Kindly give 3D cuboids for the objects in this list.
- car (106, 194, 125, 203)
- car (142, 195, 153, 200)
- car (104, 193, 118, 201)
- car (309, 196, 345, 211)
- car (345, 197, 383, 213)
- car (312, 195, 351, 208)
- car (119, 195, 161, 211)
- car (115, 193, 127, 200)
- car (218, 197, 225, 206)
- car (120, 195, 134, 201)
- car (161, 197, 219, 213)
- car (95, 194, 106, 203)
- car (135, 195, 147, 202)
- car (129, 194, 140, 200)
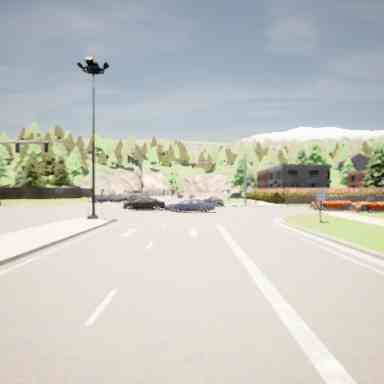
[{"bbox_3d":[-15.000,1.417,66.813,2.033,1.411,5.357,0,0,0],"label":"car"},{"bbox_3d":[-11.500,1.378,85.834,2.033,1.411,5.357,0,0,0],"label":"car"},{"bbox_3d":[-18.500,1.211,76.427,2.097,1.767,4.553,0,0,0],"label":"car"},{"bbox_3d":[16.069,1.278,38.765,4.553,1.767,2.097,0,0,-1],"label":"car"},{"bbox_3d":[19.259,1.286,35.298,4.553,1.767,2.097,0,0,-1],"label":"car"},{"bbox_3d":[19.136,1.266,45.796,4.553,1.767,2.097,0,0,-1],"label":"car"},{"bbox_3d":[-5.466,1.405,38.543,5.008,1.535,1.882,0,0,-1],"label":"car"},{"bbox_3d":[-18.500,1.192,86.654,2.097,1.767,4.553,0,0,0],"label":"car"},{"bbox_3d":[3.370,1.450,51.326,2.033,1.411,5.357,0,0,-16],"label":"car"},{"bbox_3d":[-15.000,1.395,76.839,2.033,1.411,5.357,0,0,0],"label":"car"},{"bbox_3d":[-0.213,1.481,35.097,5.357,1.411,2.033,0,0,-1],"label":"car"},{"bbox_3d":[-18.500,1.229,66.610,2.097,1.767,4.553,0,0,0],"label":"car"},{"bbox_3d":[-11.500,1.453,75.352,1.895,1.301,4.718,0,0,0],"label":"car"},{"bbox_3d":[-15.000,1.375,87.252,2.033,1.411,5.357,0,0,0],"label":"car"}]
